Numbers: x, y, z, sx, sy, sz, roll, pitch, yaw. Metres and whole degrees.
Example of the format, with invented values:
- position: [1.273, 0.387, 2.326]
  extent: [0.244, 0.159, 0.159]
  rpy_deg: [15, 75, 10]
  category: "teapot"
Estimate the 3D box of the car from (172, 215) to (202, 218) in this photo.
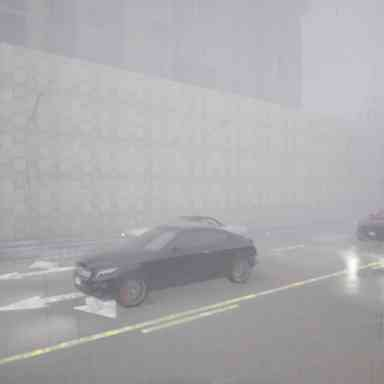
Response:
- position: [-0.260, 1.572, 12.392]
  extent: [4.718, 1.301, 1.895]
  rpy_deg: [0, 0, -35]
  category: "car"

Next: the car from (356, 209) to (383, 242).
- position: [9.337, 1.409, 14.890]
  extent: [5.008, 1.535, 1.882]
  rpy_deg: [0, 0, -35]
  category: "car"

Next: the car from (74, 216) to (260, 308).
- position: [-0.381, 1.508, 8.008]
  extent: [4.674, 1.442, 1.812]
  rpy_deg: [0, 0, -35]
  category: "car"
